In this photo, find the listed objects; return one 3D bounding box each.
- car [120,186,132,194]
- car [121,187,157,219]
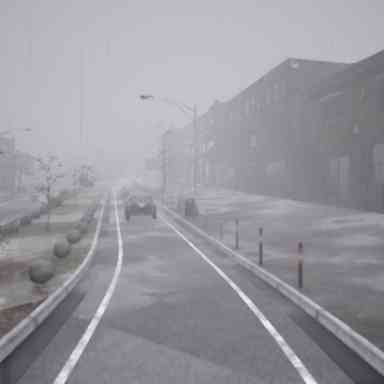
[{"bbox_3d":[-8.032,-0.008,41.823,2.033,1.411,5.357,0,3,-13],"label":"car"},{"bbox_3d":[-3.841,0.821,24.173,2.097,1.767,4.553,0,3,-13],"label":"car"}]
